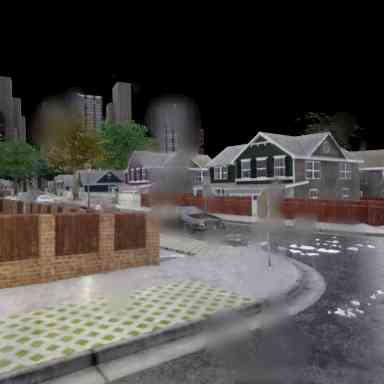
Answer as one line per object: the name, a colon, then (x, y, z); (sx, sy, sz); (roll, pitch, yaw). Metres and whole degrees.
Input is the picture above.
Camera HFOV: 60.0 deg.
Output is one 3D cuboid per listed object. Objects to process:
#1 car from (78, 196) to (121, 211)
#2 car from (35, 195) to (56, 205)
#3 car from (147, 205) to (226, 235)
car: (-7.582, 1.137, 27.042); (2.097, 1.767, 4.553); (-2, 2, -38)
car: (-18.802, 1.124, 42.513); (1.812, 1.442, 4.674); (-2, 1, -33)
car: (-0.586, 1.434, 18.491); (2.033, 1.411, 5.357); (-2, 2, -41)
